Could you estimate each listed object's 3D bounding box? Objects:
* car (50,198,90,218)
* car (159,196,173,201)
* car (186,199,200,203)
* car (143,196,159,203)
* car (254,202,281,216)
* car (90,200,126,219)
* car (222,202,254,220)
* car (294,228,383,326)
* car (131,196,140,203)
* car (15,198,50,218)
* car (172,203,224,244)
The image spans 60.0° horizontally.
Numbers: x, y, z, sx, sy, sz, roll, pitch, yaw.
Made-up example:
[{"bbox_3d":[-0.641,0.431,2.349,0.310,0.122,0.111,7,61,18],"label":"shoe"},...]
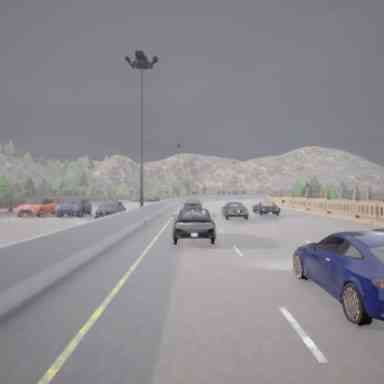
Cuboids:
[{"bbox_3d":[-10.601,1.365,30.145,2.097,1.767,4.553,0,0,0],"label":"car"},{"bbox_3d":[-4.900,1.576,70.294,1.994,1.385,4.181,0,0,11],"label":"car"},{"bbox_3d":[0.094,1.519,33.855,1.837,1.490,4.892,0,0,0],"label":"car"},{"bbox_3d":[-8.291,1.560,71.165,2.033,1.411,5.357,0,0,11],"label":"car"},{"bbox_3d":[7.094,1.615,32.346,1.895,1.301,4.718,0,0,0],"label":"car"},{"bbox_3d":[-7.101,1.517,29.318,1.837,1.490,4.892,0,0,0],"label":"car"},{"bbox_3d":[3.595,1.560,28.317,2.033,1.411,5.357,0,0,0],"label":"car"},{"bbox_3d":[3.599,1.529,6.937,1.812,1.442,4.674,0,0,0],"label":"car"},{"bbox_3d":[-11.682,1.542,72.036,2.128,1.511,4.902,0,0,11],"label":"car"},{"bbox_3d":[-14.101,1.365,30.299,2.097,1.767,4.553,0,0,0],"label":"car"},{"bbox_3d":[0.097,1.498,15.728,2.128,1.511,4.902,0,0,0],"label":"car"}]
